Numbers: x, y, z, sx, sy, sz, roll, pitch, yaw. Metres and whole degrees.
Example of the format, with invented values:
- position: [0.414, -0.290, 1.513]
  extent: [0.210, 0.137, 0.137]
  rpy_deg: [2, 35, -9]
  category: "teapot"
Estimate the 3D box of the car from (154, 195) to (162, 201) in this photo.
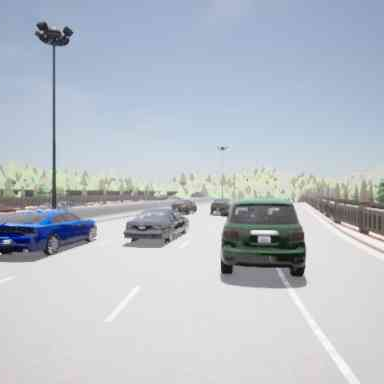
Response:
- position: [-6.025, 1.357, 66.529]
  extent: [1.882, 1.535, 5.008]
  rpy_deg: [0, 0, 16]
  category: "car"

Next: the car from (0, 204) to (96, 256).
- position: [-5.564, 1.453, 13.194]
  extent: [1.882, 1.535, 5.008]
  rpy_deg: [0, 0, 9]
  category: "car"

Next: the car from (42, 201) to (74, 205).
- position: [-10.368, 1.445, 25.204]
  extent: [2.128, 1.511, 4.902]
  rpy_deg: [0, 0, 15]
  category: "car"

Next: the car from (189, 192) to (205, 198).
- position: [0.996, 1.105, 65.655]
  extent: [2.150, 2.045, 5.566]
  rpy_deg: [0, 0, 16]
  category: "car"

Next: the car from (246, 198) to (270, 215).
- position: [6.998, 1.427, 34.918]
  extent: [2.128, 1.511, 4.902]
  rpy_deg: [0, 0, 16]
  category: "car"

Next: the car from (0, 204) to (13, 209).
- position: [-14.461, 1.483, 23.206]
  extent: [1.812, 1.442, 4.674]
  rpy_deg: [0, 0, 14]
  category: "car"

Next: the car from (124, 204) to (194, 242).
- position: [-1.538, 1.517, 16.156]
  extent: [2.033, 1.411, 5.357]
  rpy_deg: [0, 0, 12]
  category: "car"

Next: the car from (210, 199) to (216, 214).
- position: [3.115, 1.439, 33.819]
  extent: [1.837, 1.490, 4.892]
  rpy_deg: [0, 0, 16]
  category: "car"

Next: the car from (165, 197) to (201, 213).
- position: [-0.836, 1.465, 32.678]
  extent: [1.812, 1.442, 4.674]
  rpy_deg: [0, 0, 15]
  category: "car"

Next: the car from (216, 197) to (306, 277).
- position: [2.085, 1.204, 10.459]
  extent: [2.150, 2.045, 5.566]
  rpy_deg: [0, 0, 8]
  category: "car"

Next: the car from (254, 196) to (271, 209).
- position: [9.712, 1.393, 45.349]
  extent: [1.882, 1.535, 5.008]
  rpy_deg: [0, 0, 17]
  category: "car"

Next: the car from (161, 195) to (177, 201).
- position: [-3.613, 1.410, 62.308]
  extent: [1.812, 1.442, 4.674]
  rpy_deg: [0, 0, 16]
  category: "car"
